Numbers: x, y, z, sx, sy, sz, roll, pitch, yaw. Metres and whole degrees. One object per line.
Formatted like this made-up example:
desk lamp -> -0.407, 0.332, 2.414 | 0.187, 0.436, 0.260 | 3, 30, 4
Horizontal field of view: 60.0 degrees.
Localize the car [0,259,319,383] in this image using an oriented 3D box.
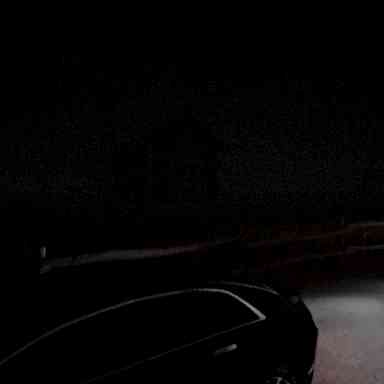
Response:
car -> -0.985, 1.473, 2.820 | 4.892, 1.490, 1.837 | -1, 1, -33
